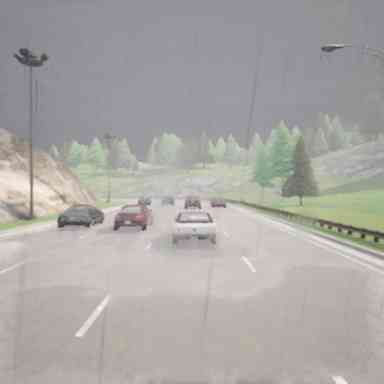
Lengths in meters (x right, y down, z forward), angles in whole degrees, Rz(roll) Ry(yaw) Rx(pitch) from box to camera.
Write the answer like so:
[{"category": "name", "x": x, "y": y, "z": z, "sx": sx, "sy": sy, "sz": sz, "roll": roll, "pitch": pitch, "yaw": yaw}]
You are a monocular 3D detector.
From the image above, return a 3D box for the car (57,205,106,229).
[{"category": "car", "x": -6.903, "y": 1.482, "z": 21.123, "sx": 1.994, "sy": 1.385, "sz": 4.181, "roll": 0, "pitch": 0, "yaw": 0}]

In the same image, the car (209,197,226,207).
[{"category": "car", "x": 3.551, "y": 1.385, "z": 46.469, "sx": 1.994, "sy": 1.385, "sz": 4.181, "roll": 0, "pitch": 0, "yaw": -1}]

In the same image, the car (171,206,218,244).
[{"category": "car", "x": 0.098, "y": 1.541, "z": 15.426, "sx": 1.895, "sy": 1.301, "sz": 4.718, "roll": 0, "pitch": 0, "yaw": 0}]

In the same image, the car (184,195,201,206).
[{"category": "car", "x": 0.092, "y": 1.184, "z": 43.635, "sx": 2.097, "sy": 1.767, "sz": 4.553, "roll": 0, "pitch": 0, "yaw": 0}]

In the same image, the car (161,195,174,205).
[{"category": "car", "x": -4.019, "y": 1.282, "z": 54.209, "sx": 2.128, "sy": 1.511, "sz": 4.902, "roll": 0, "pitch": 0, "yaw": -8}]

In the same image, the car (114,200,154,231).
[{"category": "car", "x": -3.403, "y": 1.448, "z": 19.908, "sx": 1.812, "sy": 1.442, "sz": 4.674, "roll": 0, "pitch": 0, "yaw": 0}]

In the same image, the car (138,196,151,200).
[{"category": "car", "x": -7.309, "y": 1.366, "z": 51.201, "sx": 1.994, "sy": 1.385, "sz": 4.181, "roll": 0, "pitch": 0, "yaw": -6}]
